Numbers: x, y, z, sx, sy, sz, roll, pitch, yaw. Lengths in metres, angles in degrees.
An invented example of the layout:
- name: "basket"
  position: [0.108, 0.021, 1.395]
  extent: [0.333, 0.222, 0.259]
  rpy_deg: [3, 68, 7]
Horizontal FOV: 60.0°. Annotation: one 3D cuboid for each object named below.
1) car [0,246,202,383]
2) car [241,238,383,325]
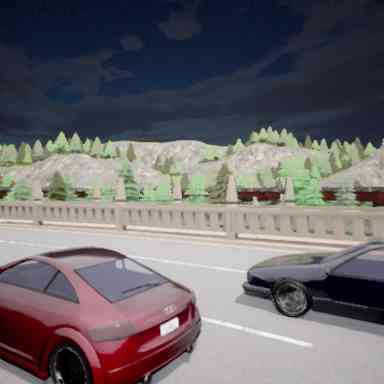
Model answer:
- name: "car"
  position: [-1.943, 1.548, 5.014]
  extent: [4.181, 1.385, 1.994]
  rpy_deg: [0, 0, 33]
- name: "car"
  position: [3.589, 1.517, 5.618]
  extent: [5.357, 1.411, 2.033]
  rpy_deg: [0, 0, 35]
